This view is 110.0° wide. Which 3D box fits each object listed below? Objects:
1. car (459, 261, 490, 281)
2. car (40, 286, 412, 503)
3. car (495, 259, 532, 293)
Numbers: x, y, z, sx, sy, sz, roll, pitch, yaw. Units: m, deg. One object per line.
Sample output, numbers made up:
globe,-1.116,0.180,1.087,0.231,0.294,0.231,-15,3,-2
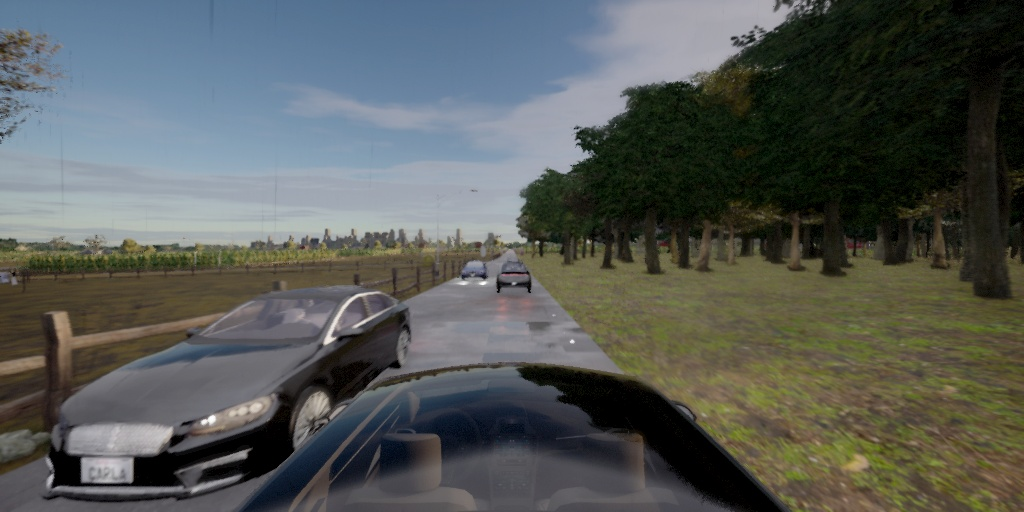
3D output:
car,-2.838,1.103,28.127,1.812,1.442,4.674,0,0,0
car,-2.815,1.226,4.954,2.128,1.511,4.902,0,0,0
car,0.105,1.134,20.066,2.128,1.511,4.902,0,1,0
